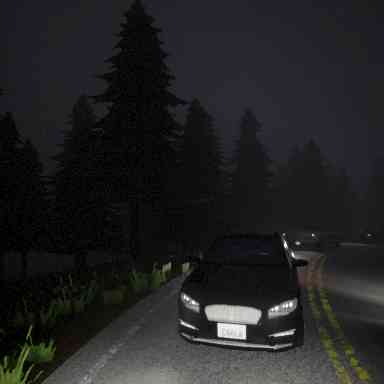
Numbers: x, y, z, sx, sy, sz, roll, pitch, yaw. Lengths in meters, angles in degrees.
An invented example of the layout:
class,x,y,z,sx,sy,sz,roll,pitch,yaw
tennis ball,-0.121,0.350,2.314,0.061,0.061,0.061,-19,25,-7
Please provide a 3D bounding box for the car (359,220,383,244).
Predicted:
class,x,y,z,sx,sy,sz,roll,pitch,yaw
car,15.799,3.221,26.442,5.566,2.045,2.150,8,-8,-28

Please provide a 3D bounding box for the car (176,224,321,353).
class,x,y,z,sx,sy,sz,roll,pitch,yaw
car,1.131,1.561,6.594,2.128,1.511,4.902,-1,-2,15

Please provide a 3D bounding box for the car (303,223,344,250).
class,x,y,z,sx,sy,sz,roll,pitch,yaw
car,6.478,2.306,17.667,1.895,1.301,4.718,-3,-6,39

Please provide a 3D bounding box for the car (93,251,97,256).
class,x,y,z,sx,sy,sz,roll,pitch,yaw
car,-20.287,13.650,72.956,4.181,1.381,1.994,-2,-5,31
